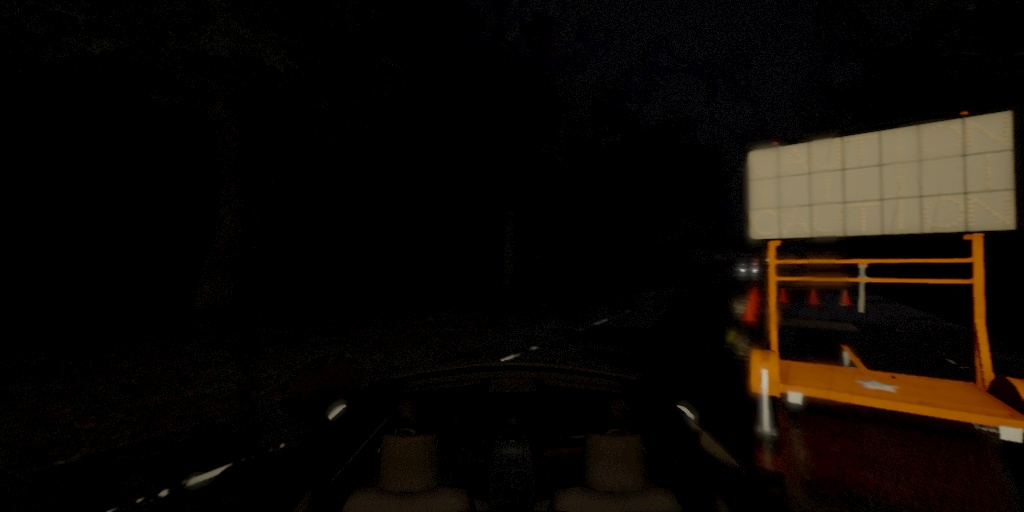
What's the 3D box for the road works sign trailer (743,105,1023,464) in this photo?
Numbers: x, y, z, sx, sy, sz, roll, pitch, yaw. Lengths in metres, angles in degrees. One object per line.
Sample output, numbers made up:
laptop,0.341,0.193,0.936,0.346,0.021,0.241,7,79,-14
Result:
road works sign trailer,4.482,0.176,4.574,2.380,3.560,2.880,0,0,36
